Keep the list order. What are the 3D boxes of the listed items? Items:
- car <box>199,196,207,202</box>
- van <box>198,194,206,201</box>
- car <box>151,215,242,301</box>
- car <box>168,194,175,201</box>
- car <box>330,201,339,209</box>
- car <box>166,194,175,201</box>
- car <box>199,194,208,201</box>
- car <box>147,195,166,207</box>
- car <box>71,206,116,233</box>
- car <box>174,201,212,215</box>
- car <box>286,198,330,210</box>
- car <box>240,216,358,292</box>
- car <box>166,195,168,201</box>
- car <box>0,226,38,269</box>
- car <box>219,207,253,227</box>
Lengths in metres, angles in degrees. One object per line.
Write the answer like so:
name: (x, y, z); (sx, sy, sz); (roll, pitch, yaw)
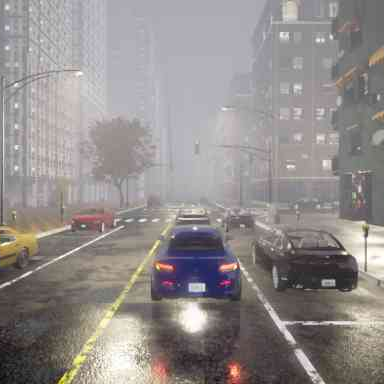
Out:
car: (2.548, 1.599, 79.949); (1.752, 1.417, 4.829); (0, 0, 0)
van: (2.537, 1.425, 85.303); (1.690, 1.788, 3.998); (0, 0, 0)
car: (0.079, 1.526, 8.190); (1.812, 1.442, 4.674); (0, 0, 0)
car: (-5.843, 1.650, 85.288); (1.947, 1.339, 4.313); (0, 0, 0)
car: (18.755, 1.259, 39.267); (4.829, 1.417, 1.752); (-1, 1, -1)
car: (-5.854, 1.410, 90.810); (2.192, 1.841, 5.009); (0, 0, 0)
car: (2.558, 1.630, 74.256); (1.947, 1.339, 4.313); (0, 0, 0)
car: (-5.783, 1.349, 52.150); (2.192, 1.841, 5.009); (0, 0, 0)
car: (-5.723, 1.549, 19.762); (1.887, 1.381, 4.507); (0, 0, 0)
car: (0.048, 1.495, 18.293); (2.128, 1.511, 4.902); (0, 0, 0)
car: (13.358, 1.359, 39.202); (4.403, 1.369, 2.008); (-1, 1, -1)
car: (2.677, 1.552, 8.711); (2.008, 1.369, 4.403); (0, 0, 0)
car: (-5.793, 1.607, 57.673); (1.947, 1.339, 4.313); (0, 0, 0)
car: (-5.703, 1.526, 8.526); (1.752, 1.417, 4.829); (0, 0, 0)
car: (2.657, 1.555, 19.777); (2.008, 1.369, 4.403); (0, 0, 0)
